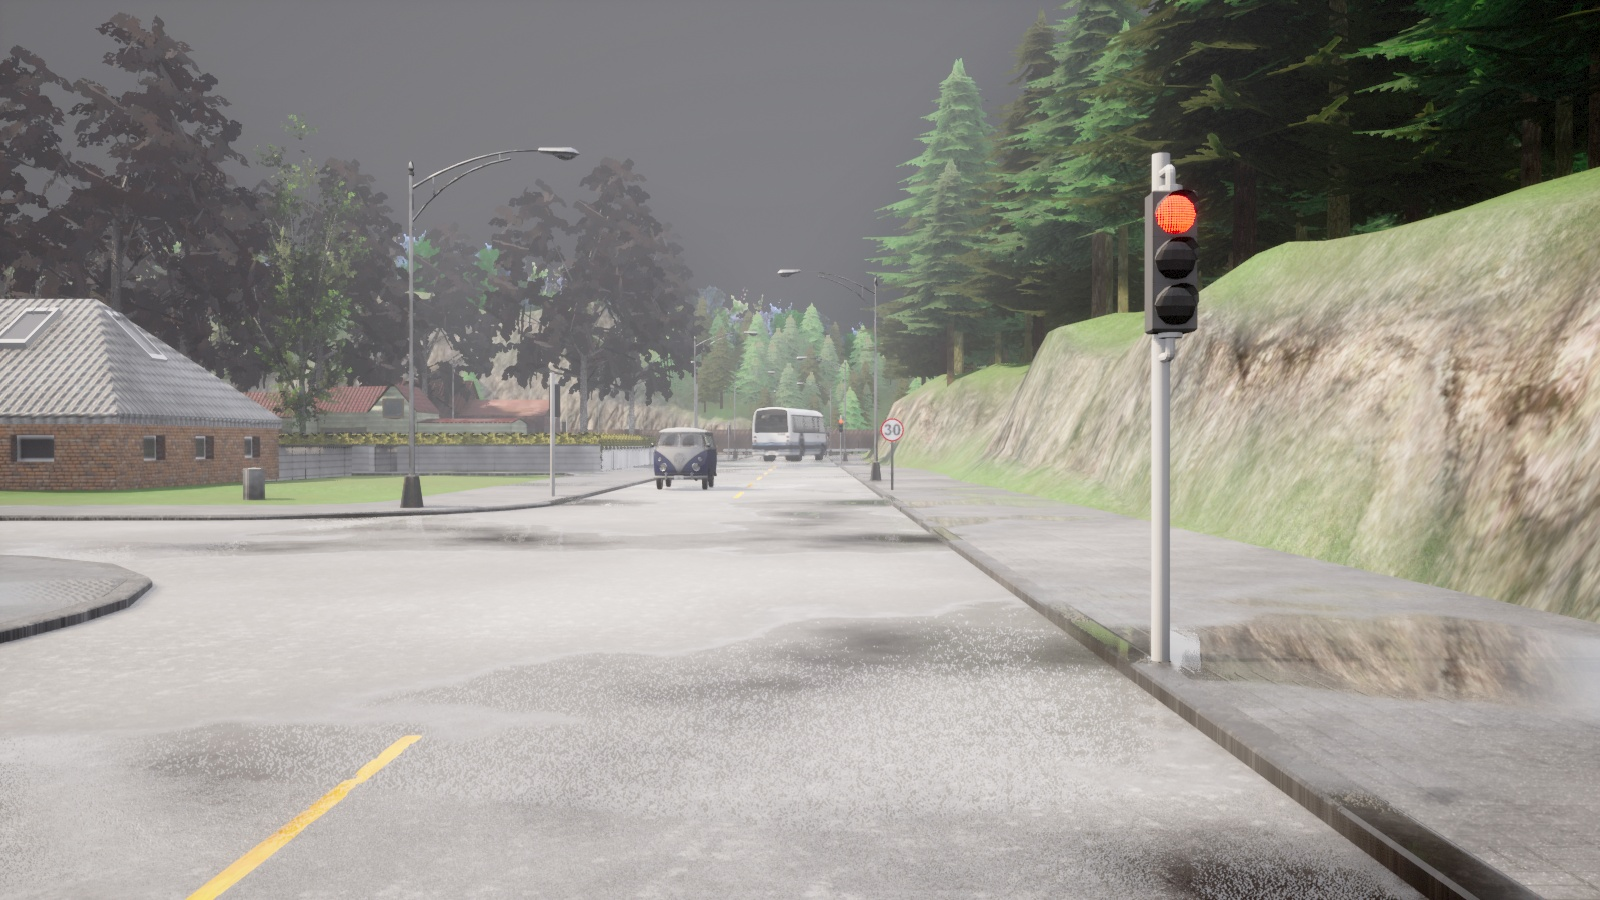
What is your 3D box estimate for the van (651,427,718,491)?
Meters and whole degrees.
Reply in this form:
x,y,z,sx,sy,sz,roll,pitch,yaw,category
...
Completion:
x,y,z,sx,sy,sz,roll,pitch,yaw,category
-3.750,0.263,41.344,1.775,1.987,4.442,0,0,0,van
